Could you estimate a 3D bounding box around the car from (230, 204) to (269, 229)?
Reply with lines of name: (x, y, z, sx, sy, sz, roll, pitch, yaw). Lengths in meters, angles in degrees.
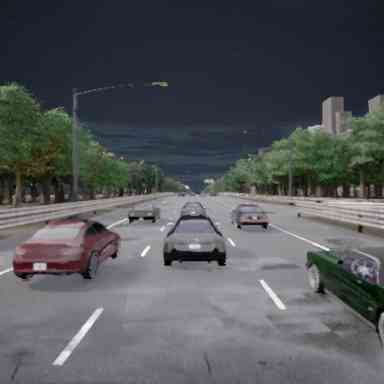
car: (3.565, 1.498, 21.370, 2.033, 1.411, 5.357, 0, 0, 0)

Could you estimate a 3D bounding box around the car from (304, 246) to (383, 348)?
car: (3.563, 1.593, 5.796, 1.895, 1.301, 4.718, 0, 0, 1)

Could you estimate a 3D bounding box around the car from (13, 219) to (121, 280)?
car: (-3.417, 1.513, 9.810, 1.812, 1.442, 4.674, 0, 0, 0)

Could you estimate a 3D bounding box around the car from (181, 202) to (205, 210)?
car: (0.091, 1.483, 26.837, 1.994, 1.385, 4.181, 0, 0, 0)

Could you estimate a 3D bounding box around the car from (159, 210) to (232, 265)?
car: (0.087, 1.547, 11.678, 1.994, 1.385, 4.181, 0, 0, 0)

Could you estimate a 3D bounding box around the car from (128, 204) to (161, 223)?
car: (-3.416, 1.532, 24.673, 1.895, 1.301, 4.718, 0, 0, 0)
